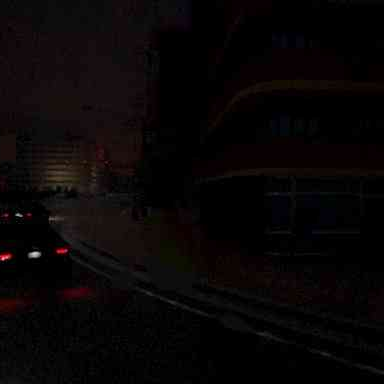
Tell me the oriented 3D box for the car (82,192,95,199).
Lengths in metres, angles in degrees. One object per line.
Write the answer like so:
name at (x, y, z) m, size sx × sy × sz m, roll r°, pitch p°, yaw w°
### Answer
car at (-23.382, 0.882, 75.263) m, size 1.812 × 1.442 × 4.674 m, roll 0°, pitch 0°, yaw -6°

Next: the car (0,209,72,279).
car at (-4.989, 1.451, 9.600) m, size 2.033 × 1.411 × 5.357 m, roll 0°, pitch 0°, yaw -35°

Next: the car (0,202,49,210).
car at (-10.480, 1.336, 21.341) m, size 2.033 × 1.411 × 5.357 m, roll 0°, pitch 0°, yaw -14°

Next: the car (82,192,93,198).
car at (-28.415, 0.734, 90.637) m, size 1.812 × 1.442 × 4.674 m, roll 0°, pitch 0°, yaw -6°

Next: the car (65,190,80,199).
car at (-26.860, 0.558, 74.889) m, size 2.150 × 2.045 × 5.566 m, roll 0°, pitch 0°, yaw -6°
